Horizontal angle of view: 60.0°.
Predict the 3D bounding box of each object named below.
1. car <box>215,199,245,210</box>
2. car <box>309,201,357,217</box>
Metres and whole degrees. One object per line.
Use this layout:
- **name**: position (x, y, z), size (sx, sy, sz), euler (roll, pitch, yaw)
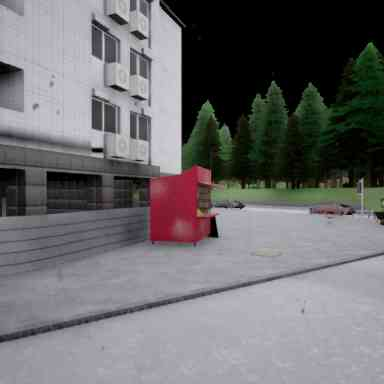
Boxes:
- **car**: position (4.936, 1.563, 43.451), size (1.994, 1.385, 4.181), euler (0, 0, -35)
- **car**: position (13.336, 1.563, 31.654), size (1.994, 1.385, 4.181), euler (0, 0, -35)
